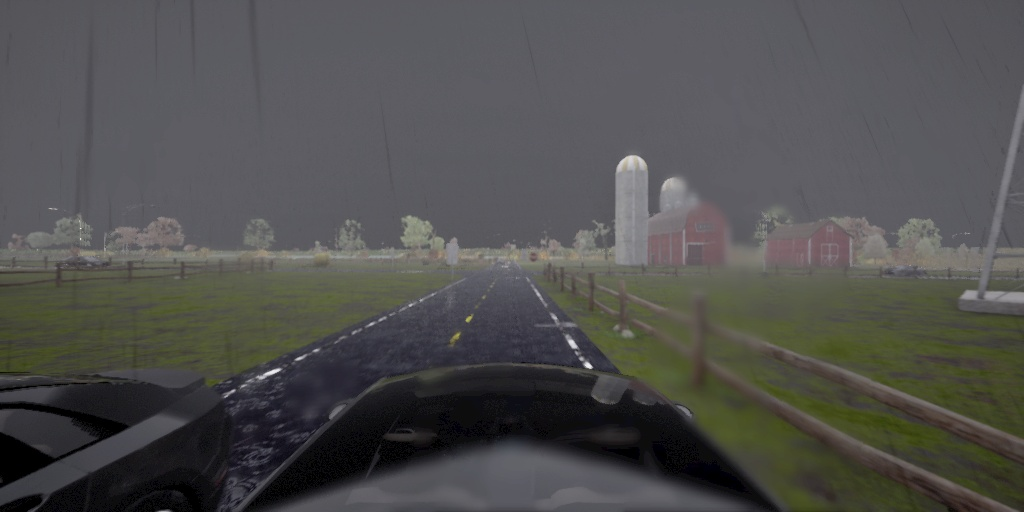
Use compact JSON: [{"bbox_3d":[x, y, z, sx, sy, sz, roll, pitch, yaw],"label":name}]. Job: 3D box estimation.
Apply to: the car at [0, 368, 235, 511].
[{"bbox_3d":[-2.851,1.254,0.477,1.837,1.490,4.892,0,0,0],"label":"car"}]
